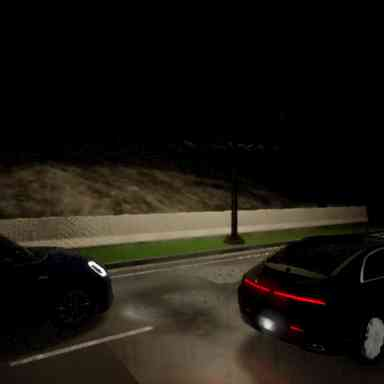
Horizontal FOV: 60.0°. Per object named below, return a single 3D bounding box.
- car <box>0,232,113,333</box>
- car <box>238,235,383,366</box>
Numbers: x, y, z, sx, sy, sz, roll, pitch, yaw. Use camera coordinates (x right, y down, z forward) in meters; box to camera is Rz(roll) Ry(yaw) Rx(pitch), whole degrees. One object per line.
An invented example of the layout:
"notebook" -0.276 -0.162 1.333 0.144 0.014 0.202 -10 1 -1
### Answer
"car" -3.653 1.352 5.441 4.553 1.767 2.097 0 0 -35
"car" 2.986 1.531 5.875 4.892 1.490 1.837 0 0 -35
